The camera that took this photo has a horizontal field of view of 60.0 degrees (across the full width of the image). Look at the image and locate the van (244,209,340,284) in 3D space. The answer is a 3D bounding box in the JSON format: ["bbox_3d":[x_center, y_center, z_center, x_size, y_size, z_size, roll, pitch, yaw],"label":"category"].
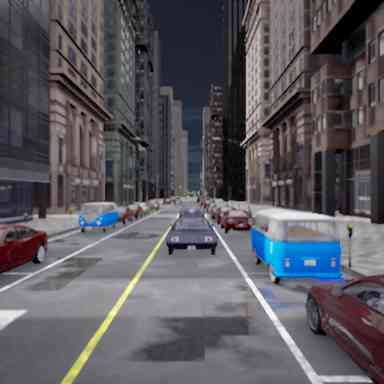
[{"bbox_3d":[2.755,1.433,9.608,1.690,1.788,3.998,0,-1,0],"label":"van"}]

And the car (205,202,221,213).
[{"bbox_3d":[2.742,1.990,43.216,1.802,1.307,4.206,0,-1,0],"label":"car"}]

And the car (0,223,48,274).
[{"bbox_3d":[-5.769,1.636,9.593,1.887,1.381,4.507,0,-1,0],"label":"car"}]

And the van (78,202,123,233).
[{"bbox_3d":[-5.775,1.538,20.800,1.690,1.788,3.998,0,-1,0],"label":"van"}]

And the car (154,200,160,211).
[{"bbox_3d":[-5.786,1.901,48.809,1.967,1.590,4.097,0,-1,0],"label":"car"}]

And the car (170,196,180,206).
[{"bbox_3d":[-3.030,2.201,71.748,2.128,1.511,4.902,0,-1,0],"label":"car"}]

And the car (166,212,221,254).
[{"bbox_3d":[-0.003,1.735,14.098,1.895,1.301,4.718,0,0,0],"label":"car"}]

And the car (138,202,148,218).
[{"bbox_3d":[-5.779,1.847,32.001,1.887,1.381,4.507,0,-1,0],"label":"car"}]

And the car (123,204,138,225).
[{"bbox_3d":[-5.776,1.794,26.400,1.887,1.381,4.507,0,-1,0],"label":"car"}]

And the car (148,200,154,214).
[{"bbox_3d":[-5.781,1.879,37.434,1.752,1.417,4.829,0,-1,0],"label":"car"}]

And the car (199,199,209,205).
[{"bbox_3d":[2.728,2.295,76.825,1.947,1.339,4.313,0,-1,0],"label":"car"}]

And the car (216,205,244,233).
[{"bbox_3d":[2.751,1.742,20.810,1.887,1.381,4.507,0,-1,0],"label":"car"}]

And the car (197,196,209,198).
[{"bbox_3d":[2.732,1.936,65.625,2.192,1.841,5.009,0,-1,0],"label":"car"}]

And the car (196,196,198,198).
[{"bbox_3d":[2.357,2.076,89.259,2.150,2.045,5.566,0,-1,0],"label":"car"}]

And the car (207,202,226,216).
[{"bbox_3d":[2.744,1.883,37.785,1.752,1.417,4.829,0,-1,0],"label":"car"}]

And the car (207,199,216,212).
[{"bbox_3d":[2.746,1.743,32.014,1.967,1.590,4.097,0,-1,0],"label":"car"}]

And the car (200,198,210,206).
[{"bbox_3d":[2.730,2.115,71.225,1.967,1.590,4.097,0,-1,0],"label":"car"}]

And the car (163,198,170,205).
[{"bbox_3d":[-5.797,2.273,76.816,1.887,1.381,4.507,0,-1,0],"label":"car"}]

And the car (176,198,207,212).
[{"bbox_3d":[-0.008,1.625,29.059,2.097,1.767,4.553,0,-1,0],"label":"car"}]

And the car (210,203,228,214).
[{"bbox_3d":[2.749,1.795,26.412,1.887,1.381,4.507,0,-1,0],"label":"car"}]

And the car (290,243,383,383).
[{"bbox_3d":[2.758,1.621,4.005,1.802,1.307,4.206,0,-1,0],"label":"car"}]
